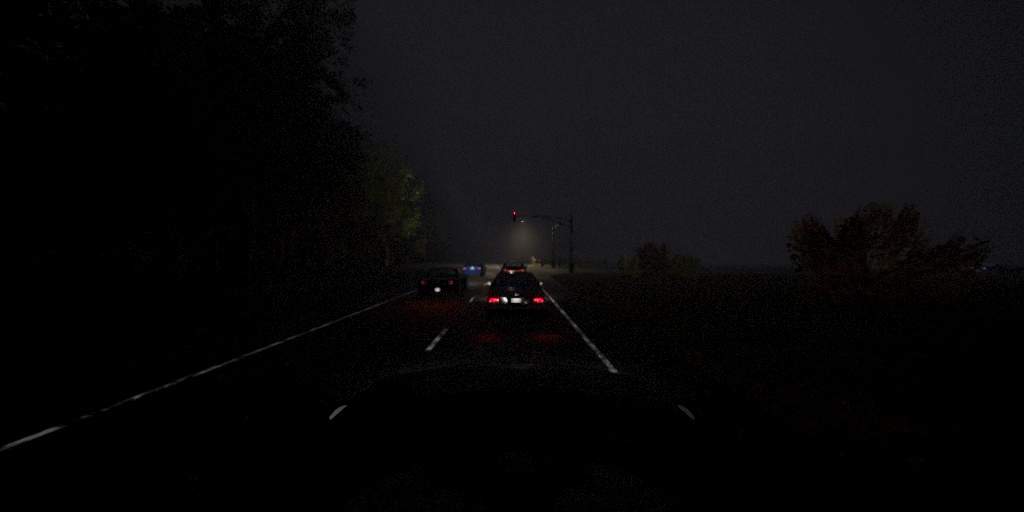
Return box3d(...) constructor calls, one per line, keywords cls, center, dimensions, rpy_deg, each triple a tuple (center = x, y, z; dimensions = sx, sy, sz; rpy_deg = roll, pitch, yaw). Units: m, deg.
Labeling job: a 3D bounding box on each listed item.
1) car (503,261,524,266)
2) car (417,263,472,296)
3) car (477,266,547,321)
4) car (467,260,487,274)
box3d(cls="car", center=(0.105, 1.089, 24.952), dimensions=(2.128, 1.511, 4.902), rpy_deg=(0, 0, 0))
box3d(cls="car", center=(-3.399, 1.240, 18.559), dimensions=(1.895, 1.301, 4.718), rpy_deg=(0, 0, 0))
box3d(cls="car", center=(0.107, 1.228, 12.159), dimensions=(2.033, 1.411, 5.357), rpy_deg=(0, 0, 0))
box3d(cls="car", center=(-3.401, 1.091, 32.984), dimensions=(2.033, 1.411, 5.357), rpy_deg=(0, 0, 0))
